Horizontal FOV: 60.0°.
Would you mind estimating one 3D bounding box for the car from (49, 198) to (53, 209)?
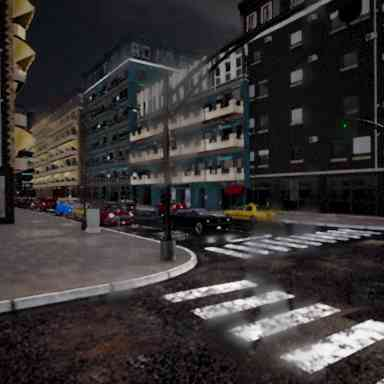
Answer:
[{"bbox_3d":[-20.373,1.644,49.125,1.882,1.535,5.008,-1,0,-35],"label":"car"}]

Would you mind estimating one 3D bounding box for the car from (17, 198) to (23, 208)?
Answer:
[{"bbox_3d":[-25.028,1.770,51.023,1.947,1.339,4.313,-1,1,-35],"label":"car"}]

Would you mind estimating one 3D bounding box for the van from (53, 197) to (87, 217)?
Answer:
[{"bbox_3d":[-12.185,1.483,32.993,1.690,1.788,3.998,-1,1,-35],"label":"van"}]

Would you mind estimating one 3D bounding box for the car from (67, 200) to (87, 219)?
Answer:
[{"bbox_3d":[-8.872,1.652,28.349,1.752,1.417,4.829,-1,1,-35],"label":"car"}]

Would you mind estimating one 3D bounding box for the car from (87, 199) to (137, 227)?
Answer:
[{"bbox_3d":[-5.761,1.553,23.980,1.967,1.590,4.097,-1,1,-35],"label":"car"}]

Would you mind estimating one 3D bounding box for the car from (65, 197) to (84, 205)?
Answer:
[{"bbox_3d":[-21.415,1.646,60.393,2.008,1.369,4.403,-1,1,-35],"label":"car"}]

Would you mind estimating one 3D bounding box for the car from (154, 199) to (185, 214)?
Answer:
[{"bbox_3d":[-2.148,1.442,33.348,1.967,1.590,4.097,-1,1,-35],"label":"car"}]

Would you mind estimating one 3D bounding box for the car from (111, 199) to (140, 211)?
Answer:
[{"bbox_3d":[-8.569,1.582,42.364,2.008,1.369,4.403,-1,1,-35],"label":"car"}]

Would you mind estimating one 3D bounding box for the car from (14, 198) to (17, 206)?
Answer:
[{"bbox_3d":[-31.451,1.783,60.038,1.887,1.381,4.507,-1,1,-35],"label":"car"}]

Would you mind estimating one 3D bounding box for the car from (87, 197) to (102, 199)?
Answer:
[{"bbox_3d":[-14.994,1.503,51.377,1.967,1.590,4.097,-1,1,-35],"label":"car"}]

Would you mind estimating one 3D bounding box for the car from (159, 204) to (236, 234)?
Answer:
[{"bbox_3d":[0.204,1.658,20.075,1.895,1.301,4.718,-1,0,-35],"label":"car"}]

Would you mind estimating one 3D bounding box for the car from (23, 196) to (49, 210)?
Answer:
[{"bbox_3d":[-21.818,1.628,46.515,1.967,1.590,4.097,-1,1,-35],"label":"car"}]

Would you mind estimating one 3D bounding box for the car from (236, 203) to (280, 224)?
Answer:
[{"bbox_3d":[4.178,1.499,24.474,1.752,1.417,4.829,-1,1,-35],"label":"car"}]

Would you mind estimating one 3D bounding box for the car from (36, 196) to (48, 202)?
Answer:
[{"bbox_3d":[-37.472,1.729,82.929,1.887,1.381,4.507,-1,1,-35],"label":"car"}]

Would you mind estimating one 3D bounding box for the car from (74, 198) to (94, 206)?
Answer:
[{"bbox_3d":[-18.204,1.645,55.885,1.947,1.339,4.313,-1,1,-35],"label":"car"}]
